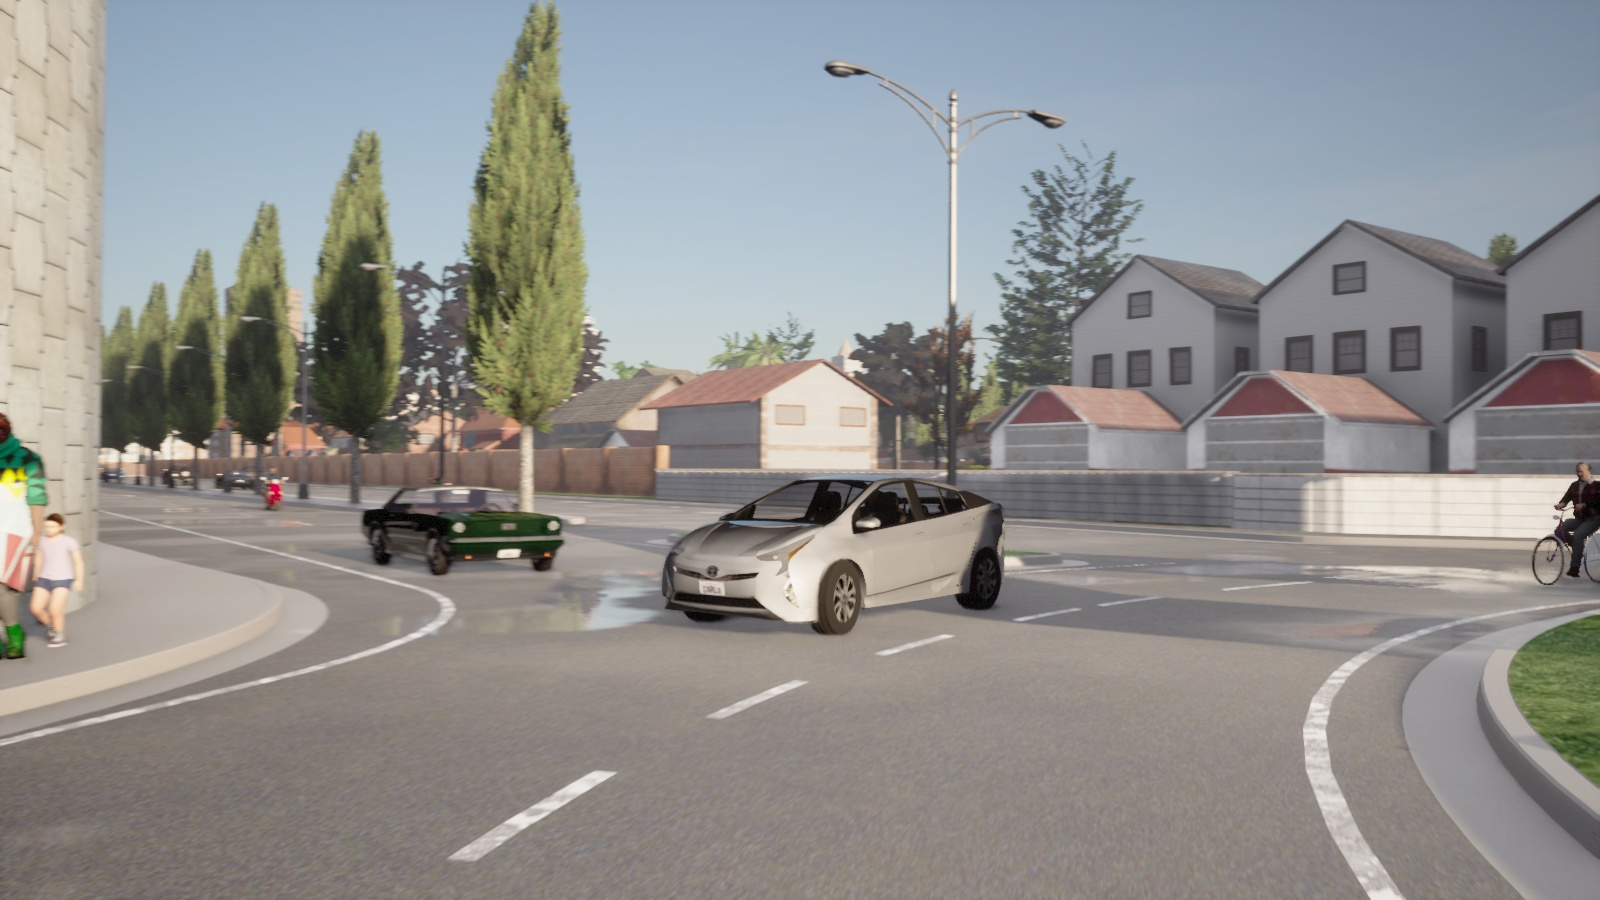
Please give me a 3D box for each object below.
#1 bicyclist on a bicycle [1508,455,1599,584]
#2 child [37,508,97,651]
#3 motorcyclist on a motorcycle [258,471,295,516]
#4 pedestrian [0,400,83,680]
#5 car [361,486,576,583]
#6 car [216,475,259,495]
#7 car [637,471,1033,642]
[{"bbox_3d":[11.058,0.966,17.948,1.843,1.776,0.659,1,-1,-24],"label":"bicyclist on a bicycle"},{"bbox_3d":[-5.882,1.031,10.085,0.255,1.110,0.394,0,-1,-4],"label":"child"},{"bbox_3d":[-19.025,1.571,45.636,0.866,1.590,1.817,1,-1,-35],"label":"motorcyclist on a motorcycle"},{"bbox_3d":[-5.813,0.636,9.202,0.659,1.952,0.873,0,-1,-6],"label":"pedestrian"},{"bbox_3d":[-5.459,1.266,20.225,1.895,1.301,4.718,1,-1,-34],"label":"car"},{"bbox_3d":[-39.883,2.450,89.026,1.994,1.385,4.181,1,-1,-35],"label":"car"},{"bbox_3d":[0.559,0.989,13.574,2.007,1.525,4.514,-1,-1,38],"label":"car"}]
